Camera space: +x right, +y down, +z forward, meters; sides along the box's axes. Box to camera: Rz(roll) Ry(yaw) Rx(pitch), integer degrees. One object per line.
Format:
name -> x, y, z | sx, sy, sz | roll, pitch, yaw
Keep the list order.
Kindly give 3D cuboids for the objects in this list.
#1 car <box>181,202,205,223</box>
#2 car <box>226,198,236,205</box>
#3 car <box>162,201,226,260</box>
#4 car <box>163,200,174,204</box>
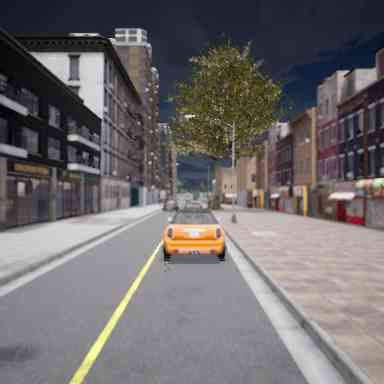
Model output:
car -> 0.082, 1.663, 28.423 | 1.837, 1.490, 4.892 | 0, -1, 0
car -> 10.803, 2.496, 81.796 | 5.009, 1.841, 2.192 | 1, -2, 0
car -> 0.082, 1.390, 12.810 | 2.097, 1.767, 4.553 | 0, 0, 0
car -> -2.840, 1.826, 44.016 | 1.812, 1.442, 4.674 | 0, -1, 0
